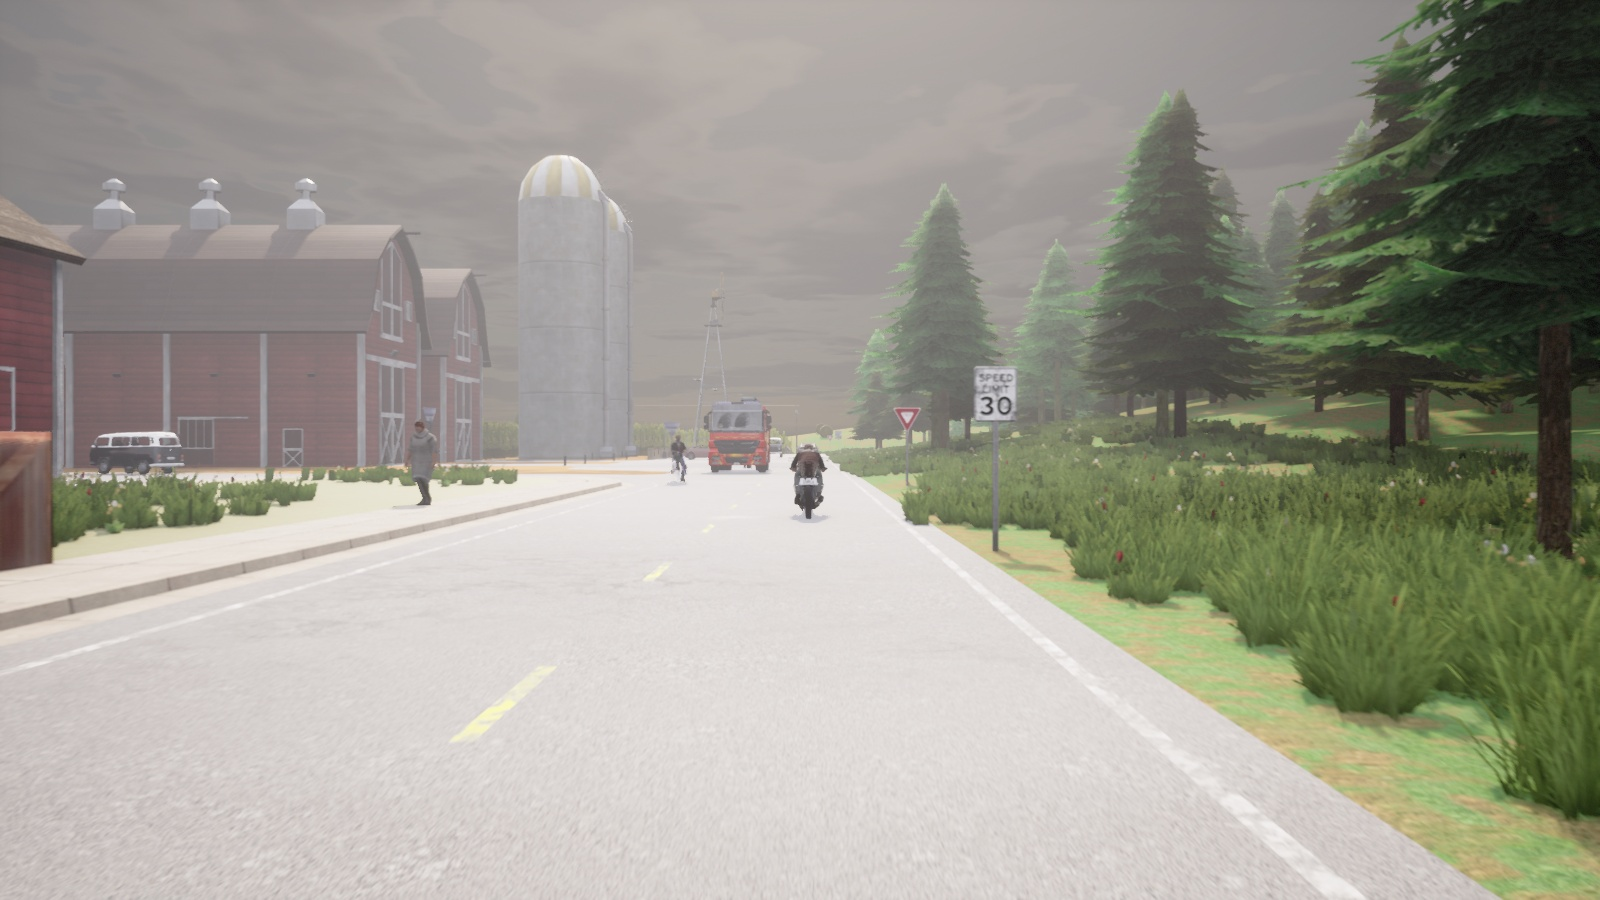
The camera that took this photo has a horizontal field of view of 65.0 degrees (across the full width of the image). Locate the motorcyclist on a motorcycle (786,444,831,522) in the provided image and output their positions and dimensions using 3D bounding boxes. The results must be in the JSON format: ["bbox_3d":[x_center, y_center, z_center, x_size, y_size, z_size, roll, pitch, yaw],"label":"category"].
[{"bbox_3d":[0.173,0.636,25.764,0.866,1.530,2.191,0,0,0],"label":"motorcyclist on a motorcycle"}]

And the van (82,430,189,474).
[{"bbox_3d":[-32.079,0.091,60.632,4.480,2.038,2.069,0,0,19],"label":"van"}]

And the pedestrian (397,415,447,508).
[{"bbox_3d":[-8.096,0.244,26.899,0.659,1.952,0.873,0,0,16],"label":"pedestrian"}]

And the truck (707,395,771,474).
[{"bbox_3d":[-3.081,-0.790,65.521,2.891,3.827,8.468,0,0,0],"label":"truck"}]

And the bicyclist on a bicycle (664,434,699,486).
[{"bbox_3d":[-4.190,0.327,44.480,0.659,1.776,1.843,-2,2,-23],"label":"bicyclist on a bicycle"}]
